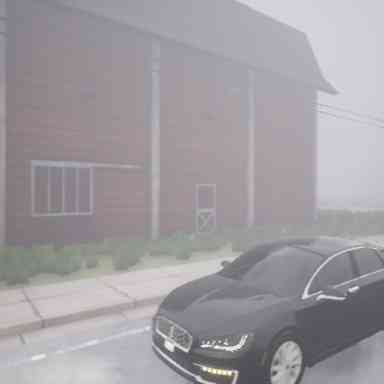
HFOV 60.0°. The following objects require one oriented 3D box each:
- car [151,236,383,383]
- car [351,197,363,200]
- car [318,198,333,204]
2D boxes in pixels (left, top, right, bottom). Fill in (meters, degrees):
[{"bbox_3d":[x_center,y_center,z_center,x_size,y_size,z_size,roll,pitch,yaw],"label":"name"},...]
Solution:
[{"bbox_3d":[1.719,1.516,5.215,4.892,1.490,1.837,0,0,-35],"label":"car"},{"bbox_3d":[30.036,1.669,60.651,3.905,1.438,1.784,0,0,-36],"label":"car"},{"bbox_3d":[20.354,1.623,52.095,4.193,1.474,1.816,0,0,-36],"label":"car"}]
